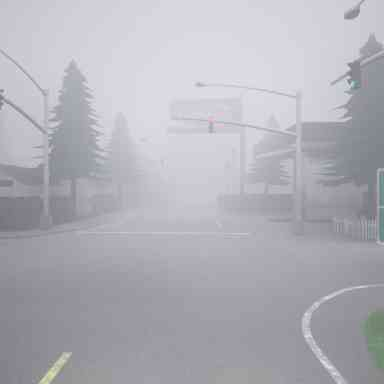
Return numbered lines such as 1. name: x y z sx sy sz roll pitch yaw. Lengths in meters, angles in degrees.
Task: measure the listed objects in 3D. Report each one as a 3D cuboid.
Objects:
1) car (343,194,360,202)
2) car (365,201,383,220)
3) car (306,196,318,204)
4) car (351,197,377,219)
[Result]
1. car: 35.187 1.489 71.700 2.007 1.523 4.514 0 0 0
2. car: 18.814 1.672 30.576 4.611 1.667 2.242 0 0 0
3. car: 22.753 1.552 63.957 1.970 1.475 3.806 0 0 0
4. car: 14.465 1.505 24.923 3.866 1.878 1.905 0 0 0
